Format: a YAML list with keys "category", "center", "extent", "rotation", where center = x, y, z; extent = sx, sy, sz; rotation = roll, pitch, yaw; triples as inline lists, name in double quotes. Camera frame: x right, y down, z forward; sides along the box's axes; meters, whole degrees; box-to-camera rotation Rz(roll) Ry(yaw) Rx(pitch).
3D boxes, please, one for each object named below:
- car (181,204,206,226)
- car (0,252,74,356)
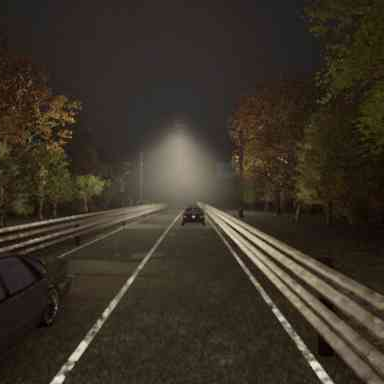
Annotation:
- category: "car"
  center: [0.123, 1.909, 26.852]
  extent: [2.033, 1.411, 5.357]
  rotation: [0, -1, 0]
- category: "car"
  center: [-3.303, 1.588, 4.384]
  extent: [2.033, 1.411, 5.357]
  rotation: [0, -1, 1]
